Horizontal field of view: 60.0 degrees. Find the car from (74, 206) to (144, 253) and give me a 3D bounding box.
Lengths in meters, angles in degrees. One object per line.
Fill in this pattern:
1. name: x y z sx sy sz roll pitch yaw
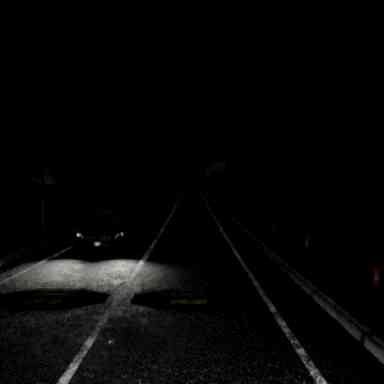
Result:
1. car: -3.000 1.313 12.861 1.812 1.442 4.674 0 2 0
